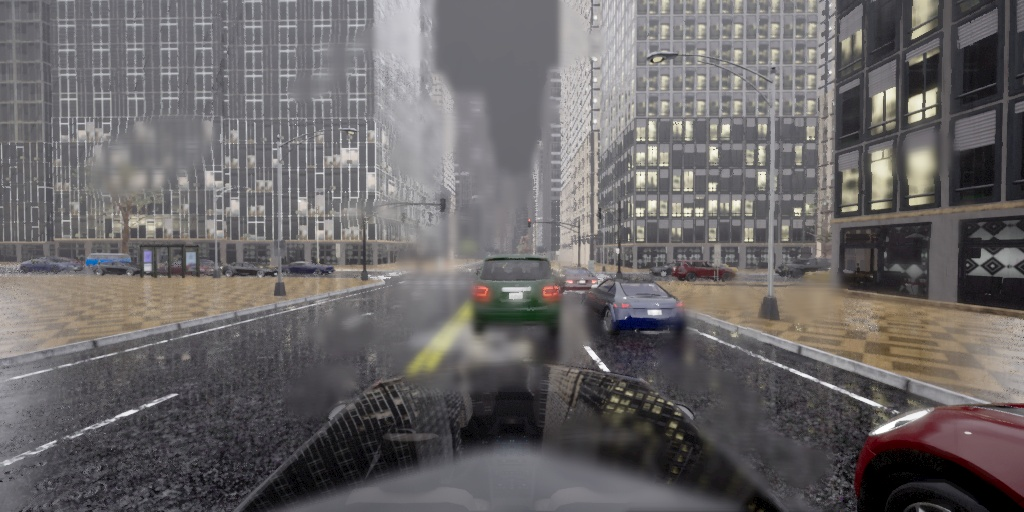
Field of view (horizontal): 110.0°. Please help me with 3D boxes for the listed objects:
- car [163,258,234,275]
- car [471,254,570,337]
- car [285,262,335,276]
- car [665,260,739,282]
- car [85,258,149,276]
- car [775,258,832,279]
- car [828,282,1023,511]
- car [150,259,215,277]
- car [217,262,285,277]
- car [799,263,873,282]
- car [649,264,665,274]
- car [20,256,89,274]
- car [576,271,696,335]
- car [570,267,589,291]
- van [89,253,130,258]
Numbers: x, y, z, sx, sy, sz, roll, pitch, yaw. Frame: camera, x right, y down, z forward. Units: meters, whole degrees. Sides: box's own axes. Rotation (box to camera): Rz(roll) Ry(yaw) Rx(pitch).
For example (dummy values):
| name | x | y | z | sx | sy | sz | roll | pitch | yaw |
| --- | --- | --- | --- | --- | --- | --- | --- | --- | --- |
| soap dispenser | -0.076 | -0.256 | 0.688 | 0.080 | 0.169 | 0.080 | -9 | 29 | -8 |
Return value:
| name | x | y | z | sx | sy | sz | roll | pitch | yaw |
| --- | --- | --- | --- | --- | --- | --- | --- | --- | --- |
| car | -29.665 | 0.992 | 34.018 | 4.902 | 1.511 | 2.128 | 0 | 1 | 1 |
| car | 0.114 | 0.967 | 10.434 | 2.150 | 2.045 | 5.566 | 0 | 0 | 0 |
| car | -19.334 | 1.195 | 33.794 | 4.718 | 1.301 | 1.895 | 1 | 1 | 1 |
| car | 16.240 | 1.269 | 30.568 | 5.009 | 1.841 | 2.192 | 0 | 0 | 1 |
| car | -34.048 | 1.069 | 31.483 | 4.313 | 1.339 | 1.948 | 0 | 0 | 1 |
| car | 29.772 | 1.198 | 36.086 | 5.566 | 2.045 | 2.150 | 0 | 1 | 1 |
| car | 3.344 | 1.103 | 0.485 | 2.097 | 1.767 | 4.553 | 0 | 0 | 0 |
| car | -28.368 | 1.138 | 31.300 | 4.207 | 1.307 | 1.802 | 0 | 0 | 1 |
| car | -22.684 | 1.174 | 31.158 | 4.313 | 1.339 | 1.948 | 0 | 0 | 1 |
| car | 27.688 | 1.579 | 30.353 | 4.829 | 1.417 | 1.751 | 0 | 0 | 1 |
| car | 16.470 | 1.367 | 36.369 | 4.892 | 1.490 | 1.837 | 0 | 1 | -1 |
| car | -44.109 | 0.894 | 34.357 | 4.674 | 1.442 | 1.812 | 1 | 1 | 2 |
| car | 3.371 | 1.310 | 10.528 | 1.994 | 1.385 | 4.181 | 0 | 0 | -1 |
| car | 3.381 | 1.288 | 19.771 | 2.033 | 1.411 | 5.357 | 0 | 0 | 0 |
| van | -45.225 | 0.605 | 40.161 | 3.998 | 1.789 | 1.690 | 0 | 0 | 1 |
